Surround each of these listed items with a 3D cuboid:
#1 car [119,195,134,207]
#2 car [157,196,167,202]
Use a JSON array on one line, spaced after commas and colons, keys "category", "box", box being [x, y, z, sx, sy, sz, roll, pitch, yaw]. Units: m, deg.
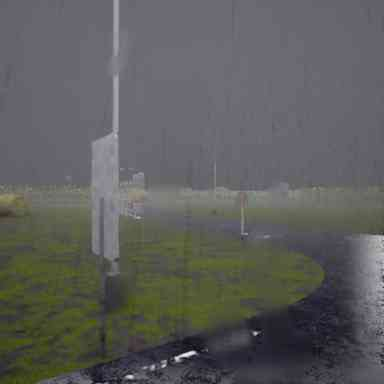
[{"category": "car", "box": [-10.897, 1.439, 54.949, 2.150, 2.045, 5.566, 0, 0, -12]}, {"category": "car", "box": [-8.535, 1.933, 93.592, 1.812, 1.442, 4.674, 0, 0, 0]}]
